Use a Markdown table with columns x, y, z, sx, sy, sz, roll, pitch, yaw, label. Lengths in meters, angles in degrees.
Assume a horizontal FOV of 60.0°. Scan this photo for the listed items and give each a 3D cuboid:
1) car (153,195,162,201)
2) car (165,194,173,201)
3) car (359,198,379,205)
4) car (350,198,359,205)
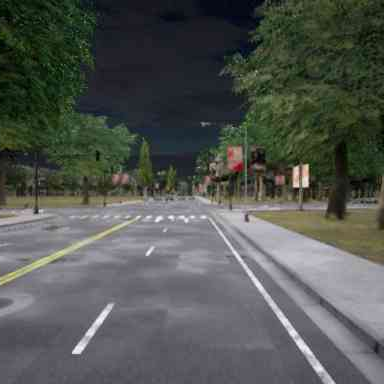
| x | y | z | sx | sy | sz | roll | pitch | yaw | label |
| --- | --- | --- | --- | --- | --- | --- | --- | --- | --- |
| -9.763 | 1.741 | 95.040 | 2.097 | 1.767 | 4.553 | 0 | 0 | 0 | car |
| -6.513 | 1.611 | 94.982 | 2.150 | 2.045 | 5.566 | 0 | 0 | 0 | car |
| 36.998 | 1.855 | 67.526 | 5.008 | 1.535 | 1.882 | 0 | -1 | -23 | car |
| 35.727 | 1.930 | 70.517 | 4.902 | 1.511 | 2.128 | 0 | -1 | -23 | car |
